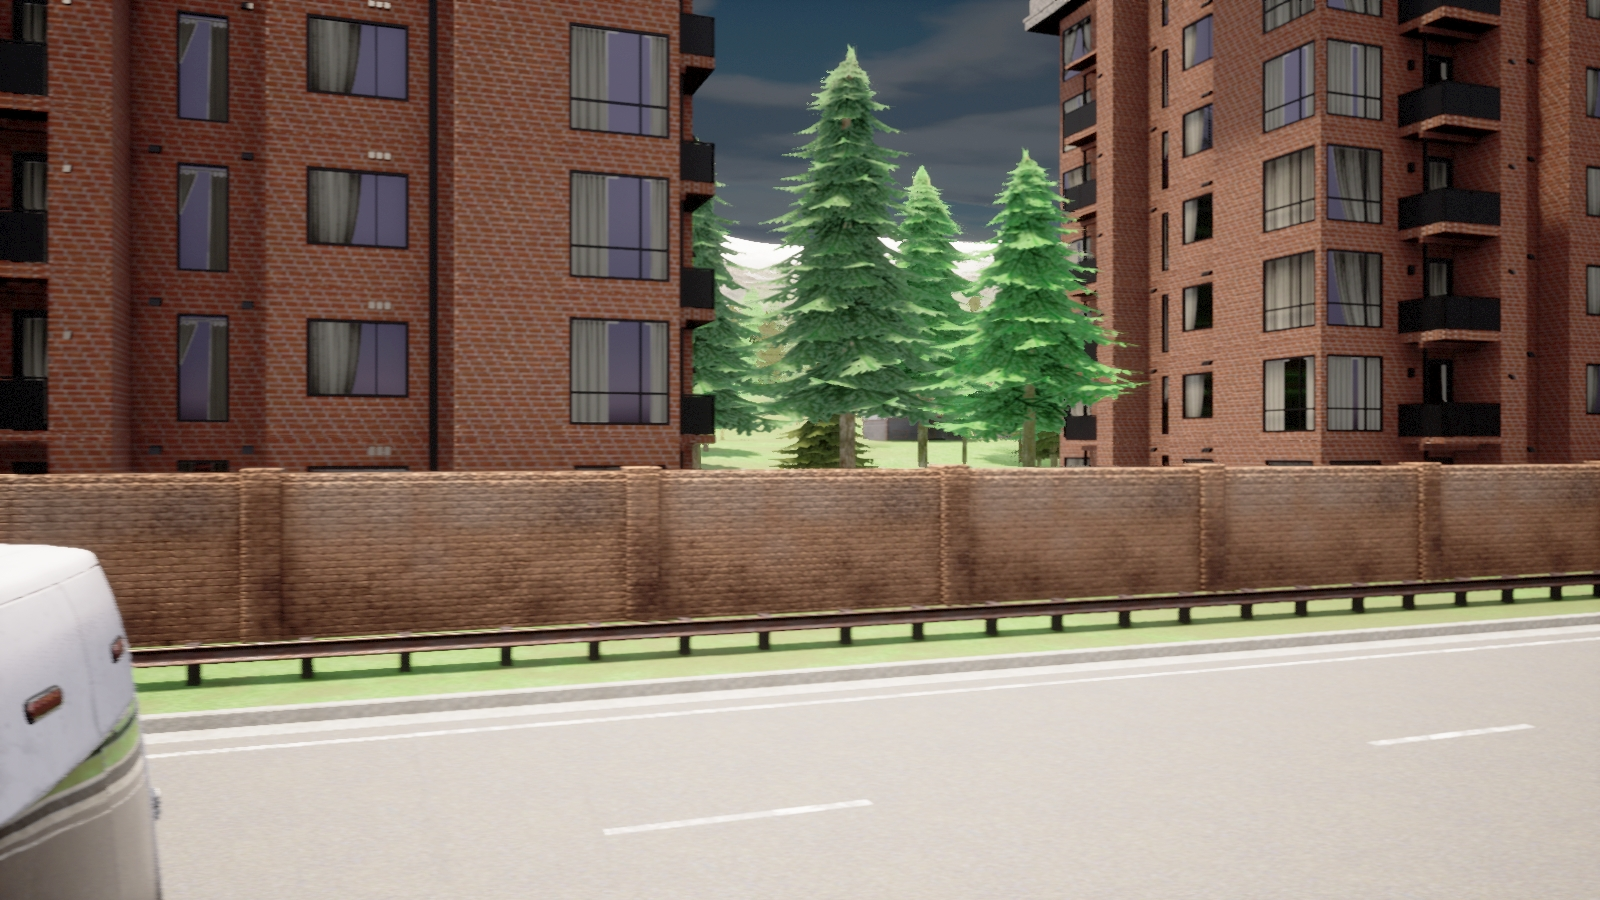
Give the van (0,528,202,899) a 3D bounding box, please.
[{"bbox_3d":[-4.354,1.535,1.711,5.915,2.561,1.988,0,0,-20],"label":"van"}]
